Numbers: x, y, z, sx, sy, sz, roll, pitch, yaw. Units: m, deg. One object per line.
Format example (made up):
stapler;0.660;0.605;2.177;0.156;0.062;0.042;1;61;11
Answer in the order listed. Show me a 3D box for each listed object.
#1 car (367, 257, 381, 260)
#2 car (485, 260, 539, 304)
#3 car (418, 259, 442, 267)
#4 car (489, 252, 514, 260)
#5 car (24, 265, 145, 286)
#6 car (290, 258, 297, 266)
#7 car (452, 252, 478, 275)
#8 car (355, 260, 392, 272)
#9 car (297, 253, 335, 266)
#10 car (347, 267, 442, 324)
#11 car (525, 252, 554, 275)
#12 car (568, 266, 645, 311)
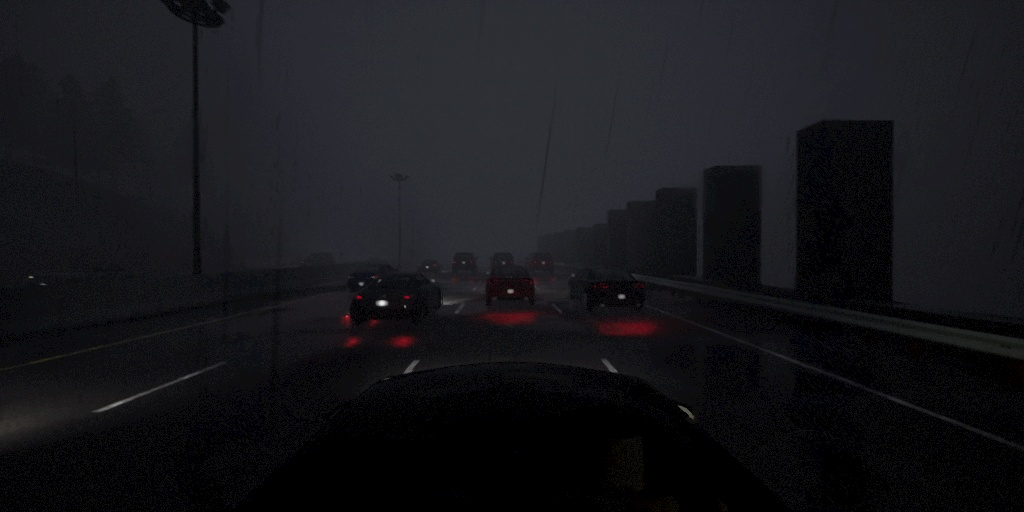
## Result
car;-22.349;0.833;57.878;1.895;1.301;4.718;0;1;-13
car;-0.113;1.099;15.420;1.882;1.535;5.008;0;0;-1
car;-8.148;0.999;35.663;1.994;1.385;4.181;0;1;-5
car;-0.967;0.668;34.110;2.150;2.045;5.566;0;1;-5
car;-24.983;1.177;21.265;1.895;1.301;4.718;0;1;-2
car;-32.608;0.848;55.648;2.033;1.411;5.357;0;1;-13
car;-4.481;0.668;34.221;2.150;2.045;5.566;0;1;-5
car;-7.231;1.113;19.351;1.812;1.442;4.674;0;1;-2
car;-23.330;0.592;43.409;2.150;2.045;5.566;0;0;-8
car;-3.530;1.222;11.640;1.994;1.385;4.181;0;1;-1
car;2.541;0.666;34.176;2.150;2.045;5.566;0;1;-5
car;3.424;1.113;13.838;1.882;1.535;5.008;0;1;-1
